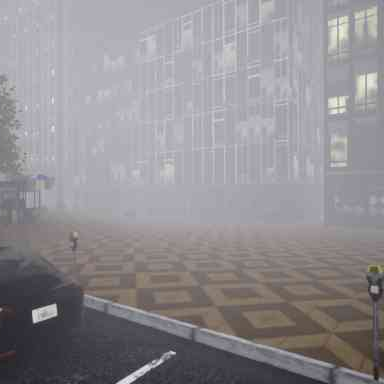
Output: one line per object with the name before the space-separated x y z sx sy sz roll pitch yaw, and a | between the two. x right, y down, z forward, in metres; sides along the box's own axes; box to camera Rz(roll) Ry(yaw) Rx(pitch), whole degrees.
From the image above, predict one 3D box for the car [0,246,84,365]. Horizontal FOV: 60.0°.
car | -3.549 1.566 5.405 4.313 1.339 1.947 0 0 35
